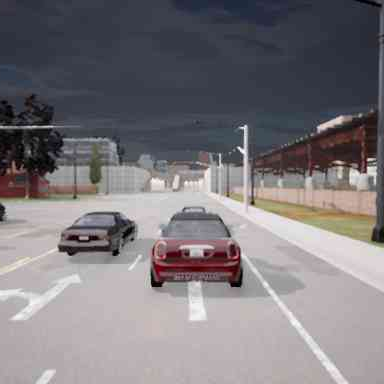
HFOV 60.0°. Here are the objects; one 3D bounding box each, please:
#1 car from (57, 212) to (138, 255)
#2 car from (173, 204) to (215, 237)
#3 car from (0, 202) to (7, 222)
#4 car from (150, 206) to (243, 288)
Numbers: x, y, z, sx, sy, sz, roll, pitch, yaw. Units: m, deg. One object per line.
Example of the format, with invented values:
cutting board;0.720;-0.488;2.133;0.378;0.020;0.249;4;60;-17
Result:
car;-3.393;1.469;12.921;2.033;1.411;5.357;0;0;0
car;0.106;1.448;17.918;1.994;1.385;4.181;0;0;0
car;-14.012;1.199;21.413;2.097;1.767;4.553;0;1;0
car;0.102;1.307;9.284;2.097;1.767;4.553;0;1;0
